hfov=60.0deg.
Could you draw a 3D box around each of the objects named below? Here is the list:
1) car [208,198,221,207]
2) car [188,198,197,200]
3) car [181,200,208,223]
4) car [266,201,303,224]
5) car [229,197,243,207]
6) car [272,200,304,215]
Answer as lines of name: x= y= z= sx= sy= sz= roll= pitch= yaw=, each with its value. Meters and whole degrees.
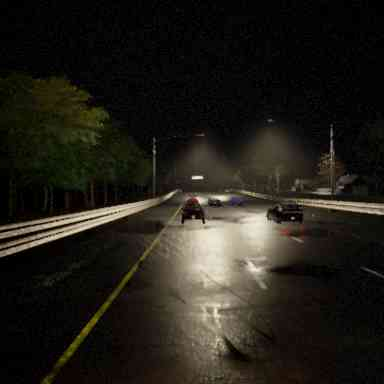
car: x=3.606 y=1.609 z=53.949 sx=1.994 sy=1.385 sz=4.181 roll=0 pitch=0 yaw=0
car: x=0.107 y=1.595 z=50.256 sx=1.812 sy=1.442 sz=4.674 roll=0 pitch=0 yaw=0
car: x=0.104 y=1.671 z=27.141 sx=1.812 sy=1.442 sz=4.674 roll=0 pitch=0 yaw=0
car: x=7.104 y=1.637 z=25.828 sx=2.128 sy=1.511 sz=4.902 roll=0 pitch=0 yaw=0
car: x=7.106 y=1.524 z=53.773 sx=1.882 sy=1.535 sz=5.008 roll=0 pitch=0 yaw=0
car: x=10.604 y=1.675 z=37.055 sx=2.033 sy=1.411 sz=5.357 roll=0 pitch=0 yaw=0
